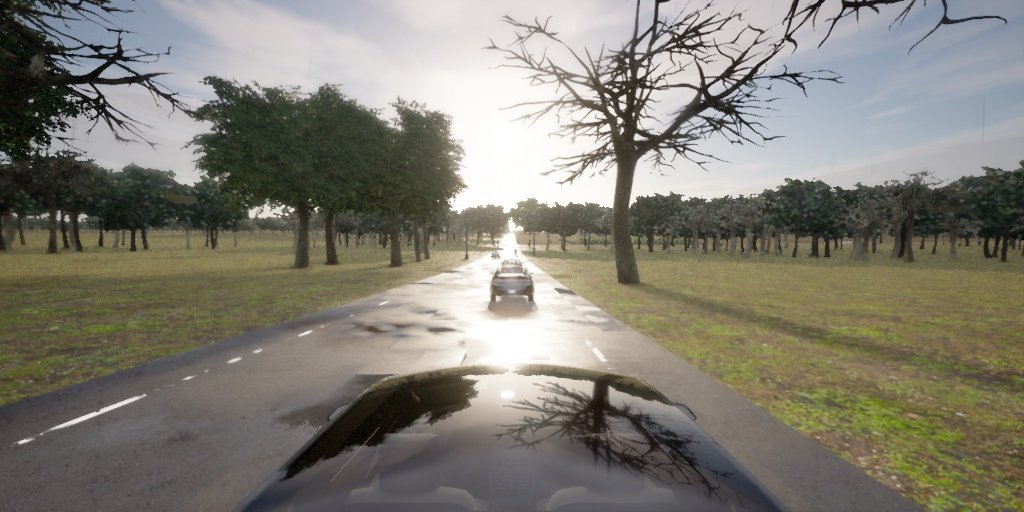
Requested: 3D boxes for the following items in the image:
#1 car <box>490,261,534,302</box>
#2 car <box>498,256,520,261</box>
[{"bbox_3d":[0.000,1.162,16.506,2.128,1.511,4.902,0,1,0],"label":"car"},{"bbox_3d":[0.001,0.947,31.510,1.882,1.535,5.008,0,1,0],"label":"car"}]
